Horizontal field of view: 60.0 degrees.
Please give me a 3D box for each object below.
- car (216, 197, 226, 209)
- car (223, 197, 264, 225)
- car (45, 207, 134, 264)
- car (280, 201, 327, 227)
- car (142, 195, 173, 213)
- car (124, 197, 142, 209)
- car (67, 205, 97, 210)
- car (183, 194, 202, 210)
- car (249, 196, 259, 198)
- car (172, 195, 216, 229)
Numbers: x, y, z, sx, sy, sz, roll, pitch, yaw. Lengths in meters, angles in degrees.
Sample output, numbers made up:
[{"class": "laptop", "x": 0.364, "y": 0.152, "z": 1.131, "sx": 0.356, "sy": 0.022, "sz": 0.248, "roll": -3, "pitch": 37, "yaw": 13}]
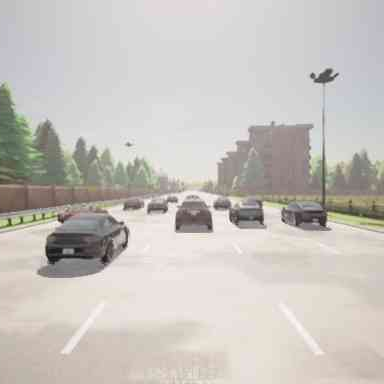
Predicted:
[{"class": "car", "x": 3.602, "y": 1.315, "z": 39.823, "sx": 1.994, "sy": 1.385, "sz": 4.181, "roll": 0, "pitch": 0, "yaw": 0}, {"class": "car", "x": 3.601, "y": 1.350, "z": 22.573, "sx": 2.128, "sy": 1.511, "sz": 4.902, "roll": 0, "pitch": 0, "yaw": 0}, {"class": "car", "x": -3.412, "y": 1.453, "z": 11.459, "sx": 1.812, "sy": 1.442, "sz": 4.674, "roll": 0, "pitch": 0, "yaw": 0}, {"class": "car", "x": 7.101, "y": 1.370, "z": 21.536, "sx": 1.837, "sy": 1.490, "sz": 4.892, "roll": 0, "pitch": 0, "yaw": 0}, {"class": "car", "x": -3.398, "y": 1.337, "z": 33.711, "sx": 2.033, "sy": 1.411, "sz": 5.357, "roll": 0, "pitch": 0, "yaw": 0}, {"class": "car", "x": -6.896, "y": 1.314, "z": 39.940, "sx": 1.994, "sy": 1.385, "sz": 4.181, "roll": 0, "pitch": 0, "yaw": 0}, {"class": "car", "x": -6.899, "y": 1.466, "z": 21.544, "sx": 1.895, "sy": 1.301, "sz": 4.718, "roll": 0, "pitch": 0, "yaw": 0}, {"class": "car", "x": 0.102, "y": 1.109, "z": 38.923, "sx": 2.097, "sy": 1.767, "sz": 4.553, "roll": 0, "pitch": 0, "yaw": 0}, {"class": "car", "x": 7.101, "y": 1.260, "z": 39.233, "sx": 1.837, "sy": 1.490, "sz": 4.892, "roll": 0, "pitch": 0, "yaw": 0}, {"class": "car", "x": 0.102, "y": 1.224, "z": 20.476, "sx": 2.097, "sy": 1.767, "sz": 4.553, "roll": 0, "pitch": 0, "yaw": 0}]
